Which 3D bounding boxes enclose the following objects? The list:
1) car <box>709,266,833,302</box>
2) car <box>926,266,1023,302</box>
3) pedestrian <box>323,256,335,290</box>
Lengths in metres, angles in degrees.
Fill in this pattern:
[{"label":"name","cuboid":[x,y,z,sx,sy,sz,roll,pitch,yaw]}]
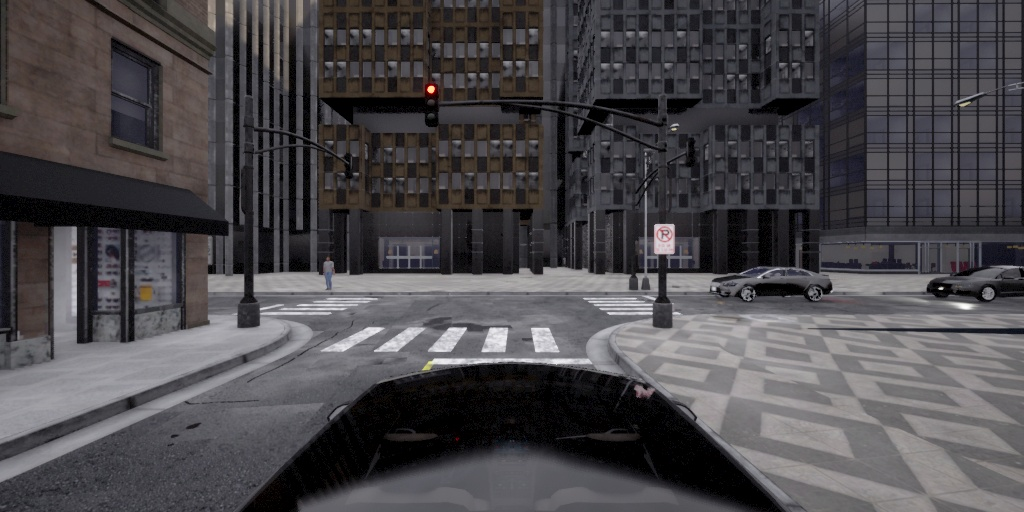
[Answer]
[{"label":"car","cuboid":[11.635,1.222,16.289,4.902,1.511,2.128,0,0,0]},{"label":"car","cuboid":[21.846,1.222,16.216,4.892,1.490,1.837,0,0,0]},{"label":"pedestrian","cuboid":[-9.927,0.902,19.470,0.375,1.860,0.375,0,0,0]}]
